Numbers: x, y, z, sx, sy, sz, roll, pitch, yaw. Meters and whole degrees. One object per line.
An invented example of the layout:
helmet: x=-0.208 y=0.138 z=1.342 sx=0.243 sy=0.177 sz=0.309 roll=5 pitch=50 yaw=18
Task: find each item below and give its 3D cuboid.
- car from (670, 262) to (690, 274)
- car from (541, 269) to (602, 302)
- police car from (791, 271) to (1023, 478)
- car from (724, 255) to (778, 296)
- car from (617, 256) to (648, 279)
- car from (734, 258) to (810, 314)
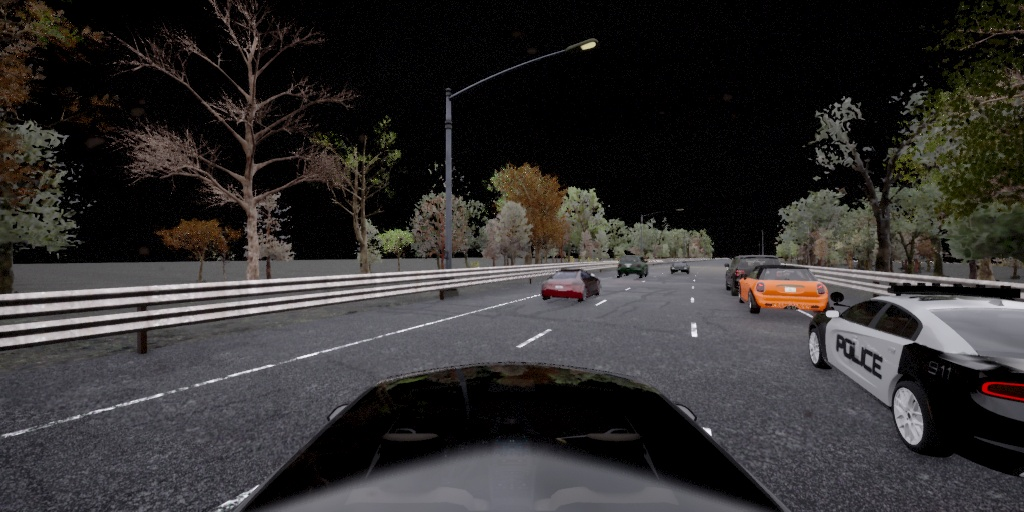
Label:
car: x=19.204 y=1.369 z=40.827 sx=1.895 sy=1.301 sz=4.718 roll=0 pitch=0 yaw=28
car: x=2.945 y=1.315 z=17.252 sx=1.994 sy=1.385 sz=4.181 roll=0 pitch=0 yaw=27
police car: x=5.593 y=1.175 z=4.679 sx=1.930 sy=1.638 sz=5.238 roll=0 pitch=0 yaw=26
car: x=12.584 y=0.978 z=18.758 sx=2.150 sy=2.045 sz=5.566 roll=0 pitch=0 yaw=27
car: x=11.369 y=0.982 z=33.615 sx=2.150 sy=2.045 sz=5.566 roll=0 pitch=0 yaw=27
car: x=9.888 y=1.102 z=13.415 sx=2.097 sy=1.767 sz=4.553 roll=0 pitch=0 yaw=27
